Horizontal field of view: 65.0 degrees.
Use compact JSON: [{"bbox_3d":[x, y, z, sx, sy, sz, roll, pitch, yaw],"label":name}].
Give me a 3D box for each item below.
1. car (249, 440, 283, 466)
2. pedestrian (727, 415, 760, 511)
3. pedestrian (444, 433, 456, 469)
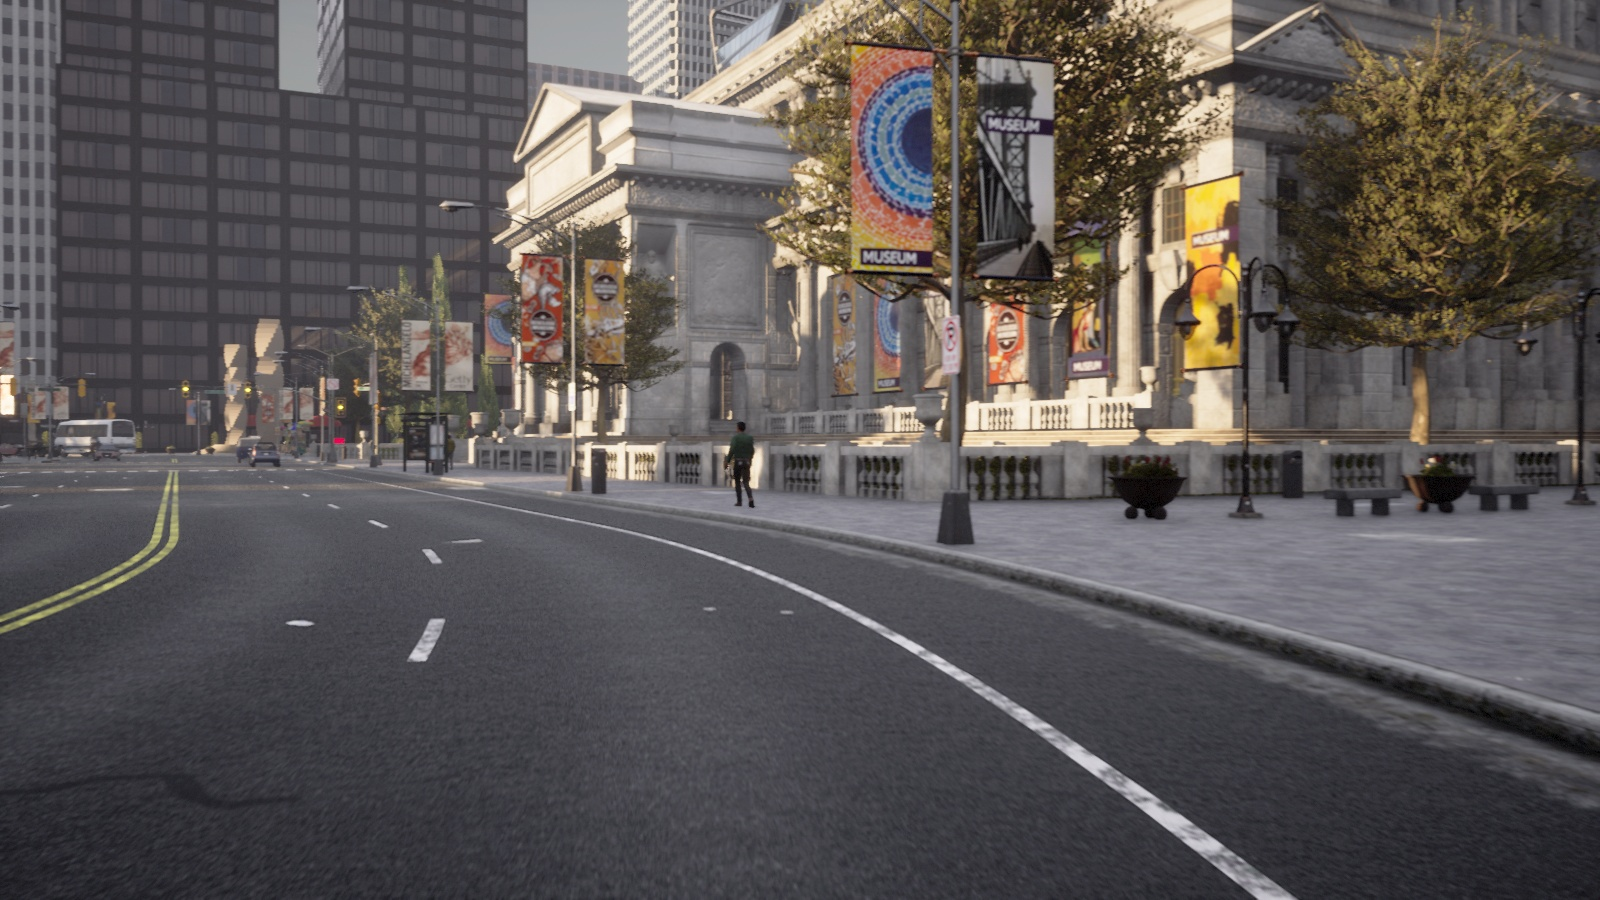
[{"bbox_3d":[-34.840,0.184,81.900,1.851,1.617,3.988,0,0,-26],"label":"car"},{"bbox_3d":[-1.177,0.256,26.038,0.423,1.949,0.788,0,0,-24],"label":"pedestrian"},{"bbox_3d":[-17.656,0.047,63.340,0.370,1.835,0.726,0,0,-34],"label":"pedestrian"}]
